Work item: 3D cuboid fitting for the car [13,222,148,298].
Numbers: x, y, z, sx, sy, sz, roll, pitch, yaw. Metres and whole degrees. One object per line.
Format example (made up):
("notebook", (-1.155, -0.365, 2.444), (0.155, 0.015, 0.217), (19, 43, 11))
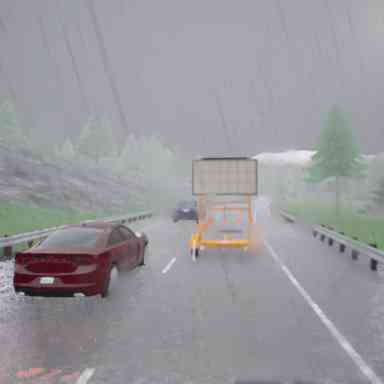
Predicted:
("car", (-2.488, 1.520, 8.716), (1.882, 1.535, 5.008), (0, 0, 5))

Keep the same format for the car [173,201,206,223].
("car", (-0.088, 1.462, 26.734), (2.097, 1.767, 4.553), (0, 0, 9))

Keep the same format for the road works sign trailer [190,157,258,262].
("road works sign trailer", (1.229, 0.513, 12.447), (2.380, 3.560, 2.880), (0, 0, 8))
